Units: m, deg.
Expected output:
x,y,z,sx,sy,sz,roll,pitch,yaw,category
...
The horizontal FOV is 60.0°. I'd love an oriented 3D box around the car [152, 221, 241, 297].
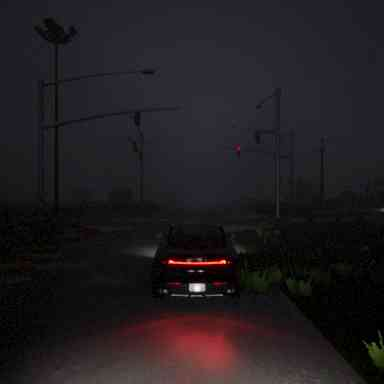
x,y,z,sx,sy,sz,roll,pitch,yaw,category
0.093,1.502,8.522,1.837,1.490,4.892,0,0,0,car
